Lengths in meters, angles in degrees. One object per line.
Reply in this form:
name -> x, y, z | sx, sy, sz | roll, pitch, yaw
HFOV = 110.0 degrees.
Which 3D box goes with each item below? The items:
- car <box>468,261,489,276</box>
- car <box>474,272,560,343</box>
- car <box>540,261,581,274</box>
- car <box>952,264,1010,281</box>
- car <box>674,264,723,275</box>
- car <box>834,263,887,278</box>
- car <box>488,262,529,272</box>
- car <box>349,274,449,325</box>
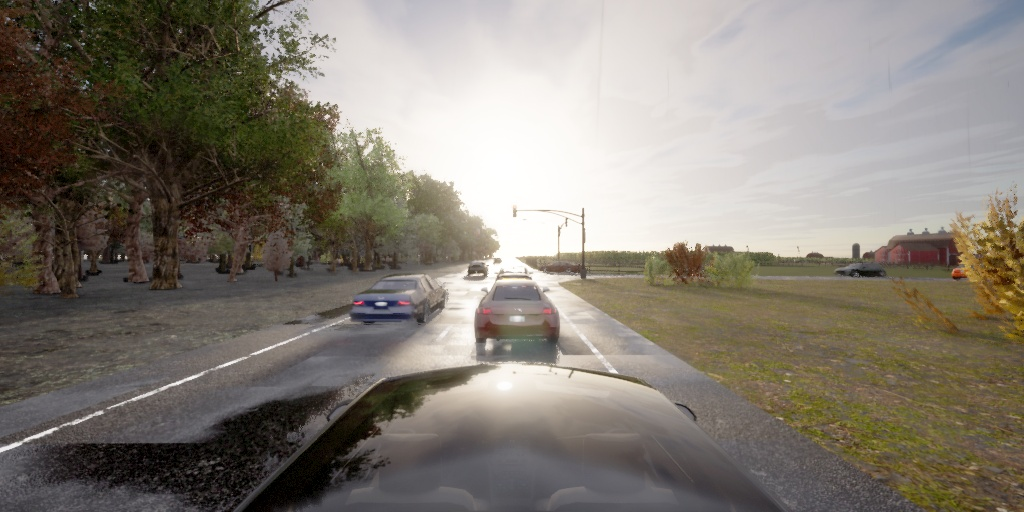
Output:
car -> -3.414, 1.263, 36.691 | 1.837, 1.490, 4.892 | 0, 1, 0
car -> 0.100, 1.316, 9.675 | 1.994, 1.385, 4.181 | 0, 0, 0
car -> 5.804, 1.375, 43.429 | 5.008, 1.535, 1.882 | 1, 0, 28
car -> 48.889, 1.633, 37.213 | 4.553, 1.767, 2.097 | 1, -1, 0
car -> 21.322, 1.587, 40.921 | 5.357, 1.411, 2.033 | 1, -1, 0
car -> 39.561, 1.591, 40.839 | 4.553, 1.767, 2.097 | 1, -1, 0
car -> 0.094, 1.245, 18.573 | 2.128, 1.511, 4.902 | 0, 0, 0
car -> -3.408, 1.299, 11.841 | 2.033, 1.411, 5.357 | 0, 0, 0
